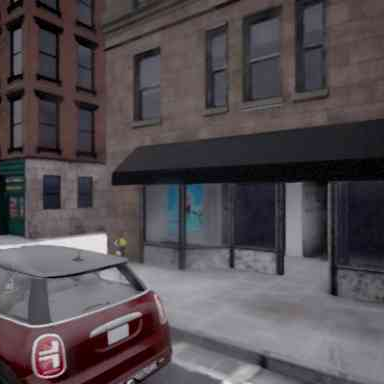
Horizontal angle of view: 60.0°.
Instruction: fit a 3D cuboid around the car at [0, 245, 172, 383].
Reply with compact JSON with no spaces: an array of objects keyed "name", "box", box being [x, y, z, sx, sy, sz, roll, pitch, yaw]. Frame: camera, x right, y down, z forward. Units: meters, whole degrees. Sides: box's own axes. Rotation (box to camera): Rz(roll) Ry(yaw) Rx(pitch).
[{"name":"car","box":[-2.318,1.452,4.465,4.097,1.590,1.967,0,0,36]}]
